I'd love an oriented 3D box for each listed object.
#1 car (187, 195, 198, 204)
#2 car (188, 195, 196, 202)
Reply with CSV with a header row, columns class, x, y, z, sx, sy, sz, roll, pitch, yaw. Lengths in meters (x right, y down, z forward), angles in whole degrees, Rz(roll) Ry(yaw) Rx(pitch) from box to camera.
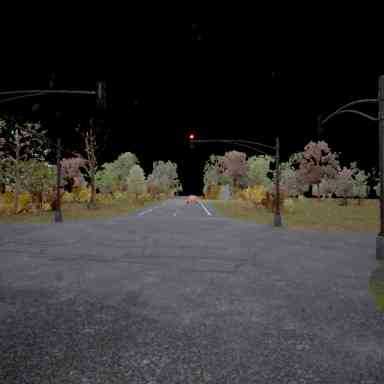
class,x,y,z,sx,sy,sz,roll,pitch,yaw
car,0.060,1.425,68.025,2.097,1.767,4.553,0,0,0
car,0.068,1.451,78.060,1.812,1.442,4.674,0,0,0
